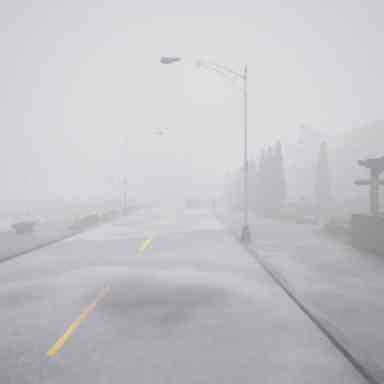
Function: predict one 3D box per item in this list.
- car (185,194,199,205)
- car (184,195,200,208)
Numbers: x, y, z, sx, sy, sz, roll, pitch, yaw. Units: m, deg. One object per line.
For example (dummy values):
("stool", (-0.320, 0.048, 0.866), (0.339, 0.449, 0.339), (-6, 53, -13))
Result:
("car", (0.011, 1.200, 55.193), (2.097, 1.767, 4.553), (0, 0, 0))
("car", (0.009, 1.354, 44.803), (1.882, 1.535, 5.008), (0, 0, 0))
